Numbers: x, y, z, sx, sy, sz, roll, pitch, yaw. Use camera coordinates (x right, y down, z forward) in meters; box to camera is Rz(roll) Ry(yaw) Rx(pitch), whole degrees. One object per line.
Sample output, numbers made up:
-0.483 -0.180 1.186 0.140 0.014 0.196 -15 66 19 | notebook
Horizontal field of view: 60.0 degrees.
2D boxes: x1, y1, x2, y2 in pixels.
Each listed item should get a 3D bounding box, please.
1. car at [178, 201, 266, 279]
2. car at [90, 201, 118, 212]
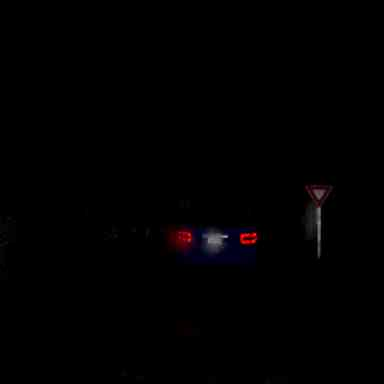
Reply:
1.138 1.298 10.560 2.150 2.045 5.566 0 0 13 | car
-11.502 1.881 44.413 4.181 1.385 1.994 0 -1 -22 | car
